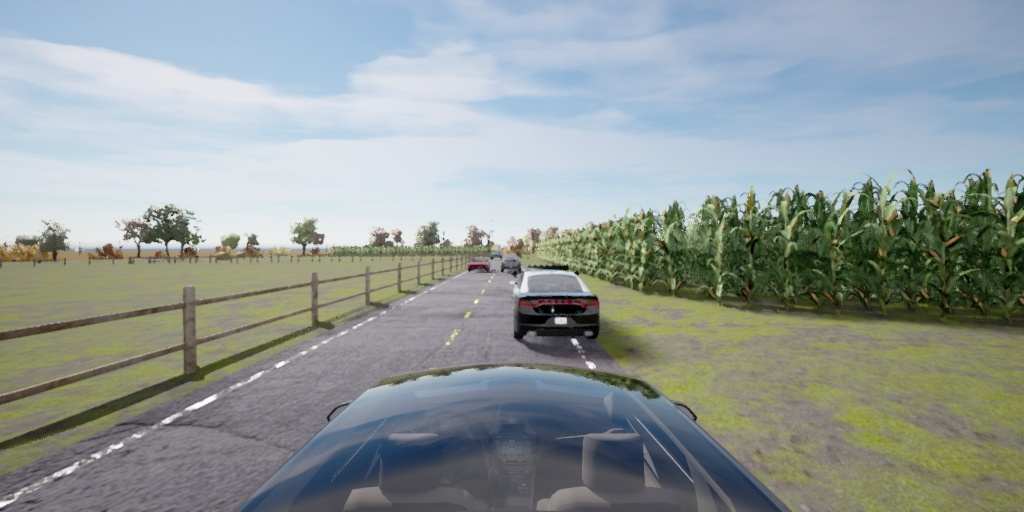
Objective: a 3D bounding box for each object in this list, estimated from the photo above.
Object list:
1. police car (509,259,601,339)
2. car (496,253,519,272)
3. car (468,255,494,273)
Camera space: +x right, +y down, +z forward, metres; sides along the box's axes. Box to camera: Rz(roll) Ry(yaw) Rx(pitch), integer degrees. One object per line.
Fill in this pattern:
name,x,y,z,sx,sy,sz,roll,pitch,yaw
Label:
police car,0.959,1.042,9.724,1.930,1.638,5.238,0,1,0
car,-0.089,0.704,34.313,2.128,1.511,4.902,0,1,0
car,-2.987,0.832,33.337,1.895,1.301,4.718,0,1,0
